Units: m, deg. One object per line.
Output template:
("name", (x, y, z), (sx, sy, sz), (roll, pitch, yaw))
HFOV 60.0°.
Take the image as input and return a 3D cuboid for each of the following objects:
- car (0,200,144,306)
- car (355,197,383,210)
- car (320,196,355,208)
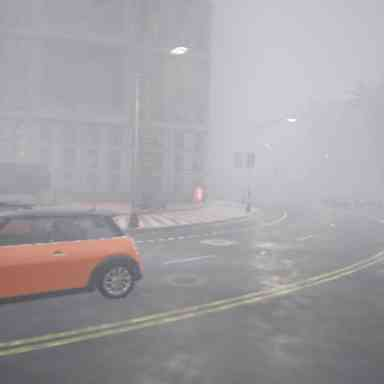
("car", (-3.318, 1.141, 6.434), (4.553, 1.767, 2.097), (1, 1, -31))
("car", (21.782, 1.365, 41.578), (1.837, 1.490, 4.892), (2, 1, -1))
("car", (18.237, 1.237, 42.697), (2.128, 1.511, 4.902), (2, 1, -3))
